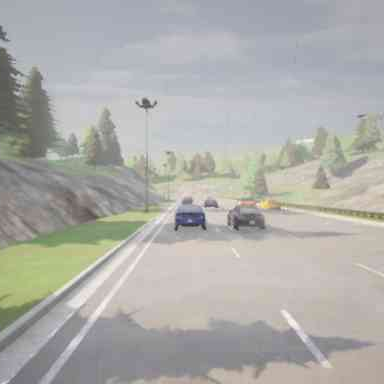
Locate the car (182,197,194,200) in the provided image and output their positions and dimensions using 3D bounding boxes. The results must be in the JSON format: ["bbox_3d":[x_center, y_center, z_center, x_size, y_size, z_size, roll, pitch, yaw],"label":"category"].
[{"bbox_3d":[-0.671,1.638,56.439,1.837,1.490,4.892,0,-1,-1],"label":"car"}]

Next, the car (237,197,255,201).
[{"bbox_3d":[6.566,1.425,40.624,2.097,1.767,4.553,0,0,-1],"label":"car"}]

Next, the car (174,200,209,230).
[{"bbox_3d":[-0.133,1.530,21.772,1.882,1.535,5.008,0,0,-1],"label":"car"}]

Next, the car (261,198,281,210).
[{"bbox_3d":[10.030,1.544,42.950,1.882,1.535,5.008,0,0,-1],"label":"car"}]

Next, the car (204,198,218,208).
[{"bbox_3d":[2.902,1.676,51.686,1.994,1.385,4.181,0,0,-1],"label":"car"}]

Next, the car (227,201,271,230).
[{"bbox_3d":[3.375,1.564,21.141,1.812,1.442,4.674,0,0,-1],"label":"car"}]
